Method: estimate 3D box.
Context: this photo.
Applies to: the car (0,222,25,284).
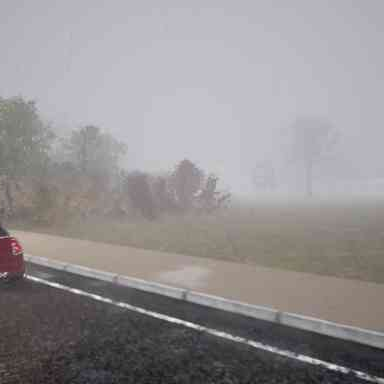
[{"bbox_3d":[-6.180,1.312,8.229,4.553,1.767,2.097,0,0,35],"label":"car"}]
